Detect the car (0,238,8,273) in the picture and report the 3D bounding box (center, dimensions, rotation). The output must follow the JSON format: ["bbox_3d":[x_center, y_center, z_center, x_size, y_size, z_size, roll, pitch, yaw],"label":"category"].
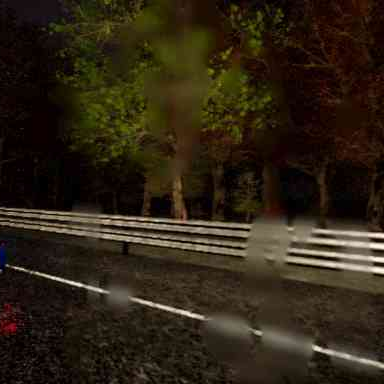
[{"bbox_3d":[-6.763,1.403,8.618,5.008,1.535,1.882,1,0,35],"label":"car"}]
